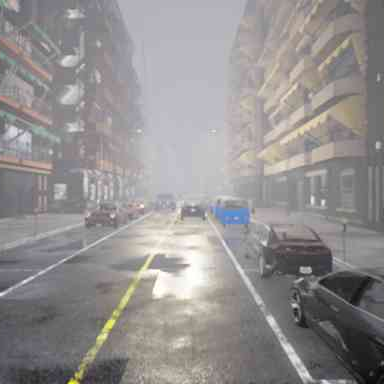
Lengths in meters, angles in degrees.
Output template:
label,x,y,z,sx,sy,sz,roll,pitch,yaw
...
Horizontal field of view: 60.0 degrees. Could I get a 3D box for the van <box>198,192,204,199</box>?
label,x,y,z,sx,sy,sz,roll,pitch,yaw
van,2.526,1.020,94.759,1.690,1.788,3.998,1,0,0

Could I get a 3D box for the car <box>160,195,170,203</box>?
label,x,y,z,sx,sy,sz,roll,pitch,yaw
car,-5.346,1.293,66.202,1.752,1.417,4.829,1,0,0

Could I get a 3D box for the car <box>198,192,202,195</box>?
label,x,y,z,sx,sy,sz,roll,pitch,yaw
car,2.530,1.264,83.418,2.008,1.369,4.403,1,0,0

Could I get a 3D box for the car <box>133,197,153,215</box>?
label,x,y,z,sx,sy,sz,roll,pitch,yaw
car,-5.322,1.323,32.347,1.967,1.590,4.097,1,0,0

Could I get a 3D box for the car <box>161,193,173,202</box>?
label,x,y,z,sx,sy,sz,roll,pitch,yaw
car,-5.349,1.064,72.043,2.192,1.841,5.009,1,0,0

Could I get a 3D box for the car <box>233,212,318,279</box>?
label,x,y,z,sx,sy,sz,roll,pitch,yaw
car,2.569,1.515,9.698,2.008,1.369,4.403,1,0,0

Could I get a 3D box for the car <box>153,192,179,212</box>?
label,x,y,z,sx,sy,sz,roll,pitch,yaw
car,-2.866,1.088,36.811,2.150,2.045,5.566,0,0,0

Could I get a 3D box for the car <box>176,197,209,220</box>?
label,x,y,z,sx,sy,sz,roll,pitch,yaw
car,0.085,1.404,27.371,2.163,1.488,4.792,0,0,0

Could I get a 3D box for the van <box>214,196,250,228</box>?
label,x,y,z,sx,sy,sz,roll,pitch,yaw
van,2.566,1.264,21.040,1.690,1.788,3.998,1,0,0

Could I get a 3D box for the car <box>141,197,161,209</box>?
label,x,y,z,sx,sy,sz,roll,pitch,yaw
car,-5.329,1.394,43.689,2.008,1.369,4.403,1,0,0

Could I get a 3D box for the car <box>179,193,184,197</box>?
label,x,y,z,sx,sy,sz,roll,pitch,yaw
car,-2.791,0.997,77.867,2.097,1.767,4.553,0,0,0

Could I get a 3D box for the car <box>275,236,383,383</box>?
label,x,y,z,sx,sy,sz,roll,pitch,yaw
car,2.572,1.551,4.028,1.947,1.339,4.313,1,0,0

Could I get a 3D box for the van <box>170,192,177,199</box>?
label,x,y,z,sx,sy,sz,roll,pitch,yaw
van,-5.321,1.020,94.726,1.690,1.788,3.998,1,0,0

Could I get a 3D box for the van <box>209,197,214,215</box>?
label,x,y,z,sx,sy,sz,roll,pitch,yaw
van,2.563,1.244,26.710,1.690,1.788,3.998,1,0,0

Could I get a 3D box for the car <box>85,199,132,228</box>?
label,x,y,z,sx,sy,sz,roll,pitch,yaw
car,-5.316,1.363,21.006,1.967,1.590,4.097,1,0,0

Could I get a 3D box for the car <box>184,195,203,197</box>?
label,x,y,z,sx,sy,sz,roll,pitch,yaw
car,0.074,1.448,42.525,1.895,1.301,4.718,0,0,0

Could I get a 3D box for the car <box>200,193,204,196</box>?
label,x,y,z,sx,sy,sz,roll,pitch,yaw
car,2.545,1.329,55.234,1.752,1.417,4.829,1,0,0

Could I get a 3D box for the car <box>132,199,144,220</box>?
label,x,y,z,sx,sy,sz,roll,pitch,yaw
car,-5.321,1.485,26.677,1.802,1.307,4.206,1,0,0
